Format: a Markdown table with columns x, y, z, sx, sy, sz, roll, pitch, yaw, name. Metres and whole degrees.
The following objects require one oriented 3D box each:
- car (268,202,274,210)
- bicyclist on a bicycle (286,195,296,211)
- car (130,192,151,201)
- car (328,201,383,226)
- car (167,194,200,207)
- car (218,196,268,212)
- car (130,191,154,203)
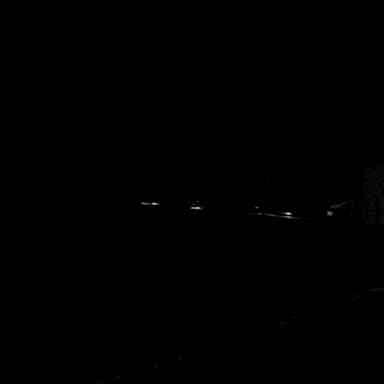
| x | y | z | sx | sy | sz | roll | pitch | yaw | name |
| --- | --- | --- | --- | --- | --- | --- | --- | --- | --- |
| 6.238 | 1.225 | 34.888 | 1.895 | 1.301 | 4.718 | 1 | 1 | -35 | car |
| 10.265 | 1.137 | 34.393 | 1.656 | 1.620 | 0.582 | 0 | 1 | -35 | bicyclist on a bicycle |
| -8.791 | 0.760 | 56.505 | 1.994 | 1.385 | 4.181 | 1 | 1 | -34 | car |
| 11.475 | 1.343 | 22.188 | 1.812 | 1.442 | 4.674 | 1 | 1 | -35 | car |
| -1.237 | 0.999 | 40.489 | 2.033 | 1.411 | 5.357 | 1 | 1 | -35 | car |
| 4.511 | 1.109 | 32.209 | 2.128 | 1.511 | 4.902 | 1 | 0 | -35 | car |
| -7.388 | 0.628 | 49.417 | 2.097 | 1.767 | 4.553 | 1 | 1 | -34 | car |
